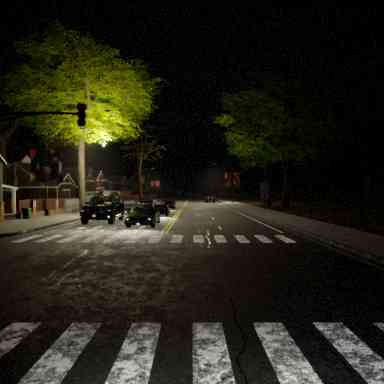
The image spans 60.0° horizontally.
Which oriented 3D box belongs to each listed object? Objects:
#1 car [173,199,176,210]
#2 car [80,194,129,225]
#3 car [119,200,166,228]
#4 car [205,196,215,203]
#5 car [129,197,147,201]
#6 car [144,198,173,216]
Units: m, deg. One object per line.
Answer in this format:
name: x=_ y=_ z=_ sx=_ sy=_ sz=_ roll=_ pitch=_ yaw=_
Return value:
car: x=-3.107 y=1.541 z=43.571 sx=2.033 sy=1.411 sz=5.357 roll=0 pitch=0 yaw=0
car: x=-6.473 y=1.214 z=24.663 sx=2.150 sy=2.045 sz=5.566 roll=0 pitch=0 yaw=0
car: x=-3.230 y=1.541 z=22.649 sx=2.033 sy=1.411 sz=5.357 roll=0 pitch=0 yaw=0
car: x=3.715 y=1.506 z=67.605 sx=1.837 sy=1.490 sz=4.892 roll=0 pitch=0 yaw=1
car: x=-6.410 y=1.540 z=34.970 sx=2.033 sy=1.411 sz=5.357 roll=0 pitch=0 yaw=0
car: x=-3.177 y=1.556 z=31.847 sx=1.994 sy=1.385 sz=4.181 roll=0 pitch=0 yaw=0
